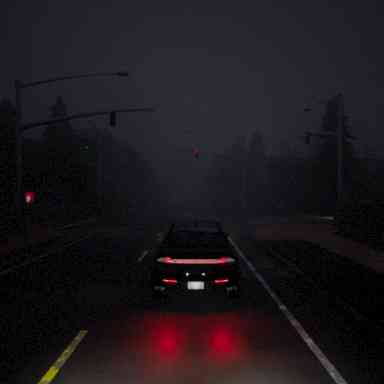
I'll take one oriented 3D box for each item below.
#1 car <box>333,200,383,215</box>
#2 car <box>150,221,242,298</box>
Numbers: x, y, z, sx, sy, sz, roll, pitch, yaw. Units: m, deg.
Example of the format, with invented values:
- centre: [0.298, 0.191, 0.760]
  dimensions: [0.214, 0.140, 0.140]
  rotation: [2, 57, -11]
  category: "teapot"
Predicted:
- centre: [14.786, 1.482, 28.925]
  dimensions: [4.892, 1.490, 1.837]
  rotation: [0, 0, -8]
  category: "car"
- centre: [0.091, 1.491, 8.487]
  dimensions: [2.128, 1.511, 4.902]
  rotation: [0, 0, 1]
  category: "car"
